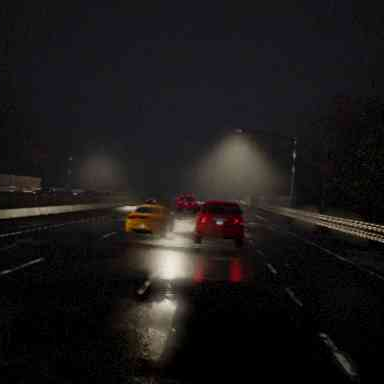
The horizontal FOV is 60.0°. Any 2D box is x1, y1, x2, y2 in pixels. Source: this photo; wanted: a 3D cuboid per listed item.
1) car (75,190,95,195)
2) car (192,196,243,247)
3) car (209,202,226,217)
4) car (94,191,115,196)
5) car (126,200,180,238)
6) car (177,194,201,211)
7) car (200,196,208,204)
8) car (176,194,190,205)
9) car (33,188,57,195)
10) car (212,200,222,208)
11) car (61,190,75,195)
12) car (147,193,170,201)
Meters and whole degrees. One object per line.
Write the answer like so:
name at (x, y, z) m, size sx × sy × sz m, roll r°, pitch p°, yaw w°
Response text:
car at (-16.902, 0.473, 55.107) m, size 2.097 × 1.767 × 4.553 m, roll 4°, pitch 0°, yaw 5°
car at (1.373, 1.432, 16.802) m, size 2.150 × 2.045 × 5.566 m, roll 4°, pitch 0°, yaw 4°
car at (3.010, 2.007, 39.637) m, size 1.812 × 1.442 × 4.674 m, roll 4°, pitch 0°, yaw 4°
car at (-13.547, 0.861, 53.412) m, size 1.837 × 1.490 × 4.892 m, roll 4°, pitch 0°, yaw 5°
car at (-2.074, 1.442, 17.769) m, size 1.882 × 1.535 × 5.008 m, roll 4°, pitch 0°, yaw 4°
car at (-0.456, 1.449, 39.789) m, size 2.150 × 2.045 × 5.566 m, roll 4°, pitch 0°, yaw 4°
car at (3.388, 2.086, 92.875) m, size 2.150 × 2.045 × 5.566 m, roll 4°, pitch 0°, yaw 4°
car at (-1.837, 1.541, 69.063) m, size 2.150 × 2.045 × 5.566 m, roll 4°, pitch 0°, yaw 4°
car at (-23.952, 0.103, 54.461) m, size 1.837 × 1.490 × 4.892 m, roll 4°, pitch 0°, yaw 5°
car at (5.113, 2.392, 68.712) m, size 1.994 × 1.385 × 4.181 m, roll 4°, pitch 0°, yaw 4°
car at (-20.342, 0.437, 55.925) m, size 1.994 × 1.385 × 4.181 m, roll 4°, pitch 0°, yaw 5°
car at (-3.945, 1.193, 39.925) m, size 2.150 × 2.045 × 5.566 m, roll 4°, pitch 0°, yaw 4°
